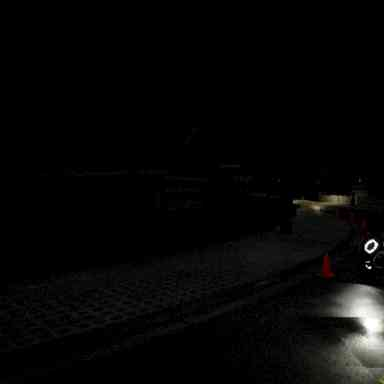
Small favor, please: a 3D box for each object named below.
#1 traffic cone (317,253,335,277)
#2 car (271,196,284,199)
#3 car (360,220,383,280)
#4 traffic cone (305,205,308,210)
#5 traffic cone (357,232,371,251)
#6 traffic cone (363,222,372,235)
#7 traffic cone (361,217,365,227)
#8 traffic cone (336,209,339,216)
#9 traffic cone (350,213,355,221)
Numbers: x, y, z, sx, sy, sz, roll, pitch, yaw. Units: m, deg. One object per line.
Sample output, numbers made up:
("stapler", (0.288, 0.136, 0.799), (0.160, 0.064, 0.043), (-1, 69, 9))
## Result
("traffic cone", (3.605, 1.944, 8.931), (0.340, 0.580, 0.340), (0, 0, -43))
("car", (15.914, 1.372, 62.545), (2.033, 1.411, 5.357), (0, 0, -6))
("car", (6.196, 1.334, 9.272), (2.097, 1.767, 4.553), (0, 0, 37))
("traffic cone", (13.707, 1.849, 39.842), (0.340, 0.580, 0.340), (0, 0, 2))
("traffic cone", (6.505, 1.931, 12.650), (0.340, 0.580, 0.340), (0, 0, 34))
("traffic cone", (8.919, 1.915, 16.696), (0.340, 0.580, 0.340), (0, 0, 28))
("traffic cone", (10.851, 1.900, 20.993), (0.340, 0.580, 0.340), (0, 0, 21))
("traffic cone", (13.175, 1.873, 30.111), (0.340, 0.580, 0.340), (0, 0, 8))
("traffic cone", (12.276, 1.886, 25.485), (0.340, 0.580, 0.340), (0, 0, 14))
